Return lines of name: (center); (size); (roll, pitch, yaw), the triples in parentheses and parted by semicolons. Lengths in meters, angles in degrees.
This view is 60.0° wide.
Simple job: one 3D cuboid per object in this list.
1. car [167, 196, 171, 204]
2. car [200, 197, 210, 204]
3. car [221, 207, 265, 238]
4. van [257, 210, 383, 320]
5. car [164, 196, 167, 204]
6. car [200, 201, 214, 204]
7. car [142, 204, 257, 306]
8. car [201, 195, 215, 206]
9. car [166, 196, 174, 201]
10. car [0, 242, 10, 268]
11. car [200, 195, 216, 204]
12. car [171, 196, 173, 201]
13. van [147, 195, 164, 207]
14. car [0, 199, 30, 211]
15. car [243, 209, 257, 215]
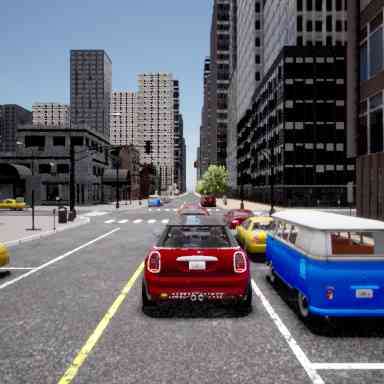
car: (-5.782, 1.529, 67.303); (1.967, 1.590, 4.097); (0, 0, 0)
car: (2.599, 1.655, 67.316); (1.947, 1.339, 4.313); (0, 0, 0)
car: (2.663, 1.587, 18.355); (1.802, 1.307, 4.206); (0, 0, 0)
van: (2.678, 1.341, 7.028); (1.690, 1.788, 3.998); (0, 0, 0)
car: (-5.767, 1.505, 56.254); (1.967, 1.590, 4.097); (0, 0, 0)
car: (0.077, 1.482, 17.374); (1.882, 1.535, 5.008); (0, 0, 0)
car: (0.089, 1.352, 8.168); (2.097, 1.767, 4.553); (0, 0, 0)
car: (2.612, 1.380, 56.268); (2.192, 1.841, 5.009); (0, 0, 0)
car: (-5.811, 1.673, 89.227); (1.752, 1.417, 4.829); (0, 0, 0)
car: (-5.701, 1.525, 6.847); (1.752, 1.417, 4.829); (0, 0, 0)
car: (2.620, 1.369, 50.743); (2.192, 1.841, 5.009); (0, 0, 0)
car: (-5.789, 1.653, 72.825); (2.008, 1.369, 4.403); (0, 0, 0)
van: (-5.760, 1.395, 50.730); (1.690, 1.788, 3.998); (0, 0, 0)
car: (-21.460, 1.469, 38.541); (4.829, 1.417, 1.752); (0, 0, 0)
car: (2.671, 1.527, 12.863); (1.752, 1.417, 4.829); (0, 0, 0)
